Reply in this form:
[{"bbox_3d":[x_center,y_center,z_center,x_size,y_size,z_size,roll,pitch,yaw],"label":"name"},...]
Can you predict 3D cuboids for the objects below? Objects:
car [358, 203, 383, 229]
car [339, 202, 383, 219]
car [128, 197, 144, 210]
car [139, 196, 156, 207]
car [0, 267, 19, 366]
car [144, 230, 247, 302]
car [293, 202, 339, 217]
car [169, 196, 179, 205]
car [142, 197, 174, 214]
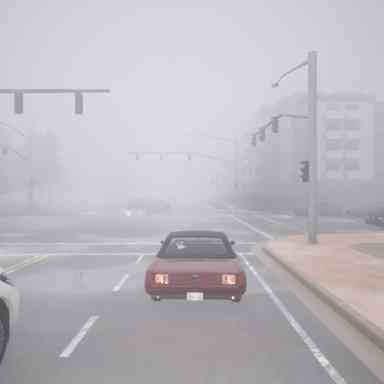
[{"bbox_3d":[13.180,1.544,19.740,5.357,1.411,2.033,0,0,-3],"label":"car"},{"bbox_3d":[15.286,1.544,26.998,5.357,1.411,2.033,0,0,-3],"label":"car"},{"bbox_3d":[-7.078,1.472,43.439,1.882,1.535,5.008,0,0,0],"label":"car"},{"bbox_3d":[-7.075,1.484,53.344,2.128,1.511,4.902,0,0,0],"label":"car"},{"bbox_3d":[-3.454,1.221,2.178,2.150,2.045,5.566,0,0,1],"label":"car"},{"bbox_3d":[0.133,1.600,8.234,1.895,1.301,4.718,0,0,2],"label":"car"},{"bbox_3d":[11.360,1.560,30.287,4.181,1.385,1.994,0,0,-2],"label":"car"},{"bbox_3d":[-3.400,1.483,58.270,2.128,1.511,4.902,0,0,0],"label":"car"},{"bbox_3d":[-3.599,1.559,35.873,1.994,1.385,4.181,0,0,8],"label":"car"}]
